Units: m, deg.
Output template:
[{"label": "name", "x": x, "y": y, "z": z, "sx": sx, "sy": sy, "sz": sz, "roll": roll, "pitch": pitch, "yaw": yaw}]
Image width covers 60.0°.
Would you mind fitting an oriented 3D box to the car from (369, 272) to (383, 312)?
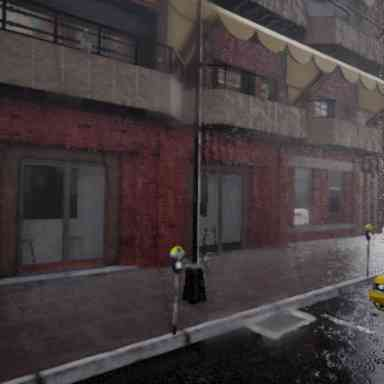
[{"label": "car", "x": 5.251, "y": 1.488, "z": 6.434, "sx": 4.829, "sy": 1.417, "sz": 1.752, "roll": 0, "pitch": 2, "yaw": -35}]
